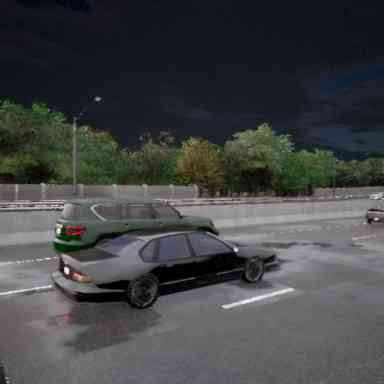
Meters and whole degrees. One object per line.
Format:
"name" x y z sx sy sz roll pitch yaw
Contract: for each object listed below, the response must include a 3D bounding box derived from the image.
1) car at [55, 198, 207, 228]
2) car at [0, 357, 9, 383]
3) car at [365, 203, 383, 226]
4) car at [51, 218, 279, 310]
"car" -1.665 1.215 11.158 5.566 2.045 2.150 0 0 -36
"car" -3.478 1.507 1.389 4.892 1.490 1.837 0 0 -36
"car" 13.307 1.464 21.838 4.902 1.511 2.128 0 0 -35
"car" -0.348 1.542 7.804 5.357 1.411 2.033 0 0 -36
